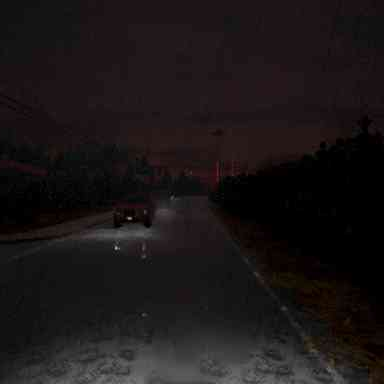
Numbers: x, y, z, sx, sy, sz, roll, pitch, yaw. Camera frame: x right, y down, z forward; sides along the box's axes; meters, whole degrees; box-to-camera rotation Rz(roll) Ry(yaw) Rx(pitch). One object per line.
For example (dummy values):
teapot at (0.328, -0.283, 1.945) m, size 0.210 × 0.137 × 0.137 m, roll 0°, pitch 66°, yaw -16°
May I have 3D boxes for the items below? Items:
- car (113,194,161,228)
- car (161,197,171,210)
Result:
car at (-3.606, 1.149, 21.950) m, size 2.150 × 2.045 × 5.566 m, roll 0°, pitch 0°, yaw 0°
car at (-3.587, 1.361, 39.742) m, size 2.128 × 1.511 × 4.902 m, roll 0°, pitch 0°, yaw 0°
